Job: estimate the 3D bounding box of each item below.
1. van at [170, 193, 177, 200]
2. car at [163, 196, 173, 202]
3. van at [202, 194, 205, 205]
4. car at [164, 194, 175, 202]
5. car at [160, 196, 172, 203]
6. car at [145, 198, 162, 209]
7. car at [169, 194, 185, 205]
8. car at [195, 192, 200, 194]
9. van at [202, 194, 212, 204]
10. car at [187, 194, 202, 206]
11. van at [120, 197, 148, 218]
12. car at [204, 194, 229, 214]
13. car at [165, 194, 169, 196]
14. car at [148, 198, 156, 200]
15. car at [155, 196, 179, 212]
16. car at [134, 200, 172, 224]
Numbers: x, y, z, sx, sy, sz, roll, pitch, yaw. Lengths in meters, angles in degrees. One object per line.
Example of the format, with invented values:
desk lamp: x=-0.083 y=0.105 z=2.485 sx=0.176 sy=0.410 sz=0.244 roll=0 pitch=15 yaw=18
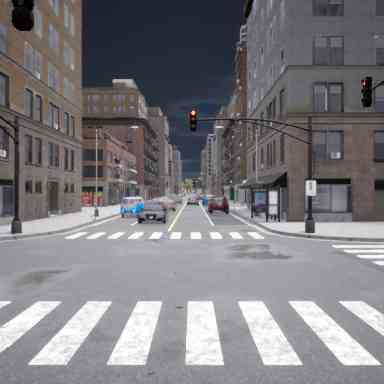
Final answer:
van: x=-5.204 y=1.324 z=94.860 sx=1.690 sy=1.788 sz=3.998 roll=0 pitch=0 yaw=0
car: x=-5.253 y=1.554 z=73.235 sx=1.947 sy=1.339 sz=4.313 roll=0 pitch=0 yaw=0
van: x=2.790 y=1.334 z=51.595 sx=1.690 sy=1.788 sz=3.998 roll=0 pitch=0 yaw=0
car: x=-5.241 y=1.302 z=78.641 sx=2.192 sy=1.841 sz=5.009 roll=0 pitch=0 yaw=0
car: x=-5.265 y=1.540 z=67.828 sx=2.008 sy=1.369 sz=4.403 roll=0 pitch=0 yaw=0
car: x=-5.314 y=1.538 z=46.203 sx=1.887 sy=1.381 sz=4.507 roll=0 pitch=0 yaw=0
car: x=-2.637 y=1.511 z=59.167 sx=1.837 sy=1.490 sz=4.892 roll=0 pitch=0 yaw=0
car: x=2.429 y=1.338 z=84.891 sx=2.097 sy=1.767 sz=4.553 roll=0 pitch=0 yaw=0
van: x=2.802 y=1.331 z=62.408 sx=1.690 sy=1.788 sz=3.998 roll=0 pitch=0 yaw=0
car: x=0.165 y=1.556 z=55.492 sx=1.994 sy=1.385 sz=4.181 roll=0 pitch=0 yaw=1
van: x=-5.351 y=1.338 z=29.985 sx=1.690 sy=1.788 sz=3.998 roll=0 pitch=0 yaw=0
car: x=2.773 y=1.311 z=35.376 sx=2.192 sy=1.841 sz=5.009 roll=0 pitch=0 yaw=0
car: x=-5.278 y=1.516 z=62.253 sx=1.752 sy=1.417 sz=4.829 roll=0 pitch=0 yaw=0
car: x=-5.326 y=1.561 z=40.797 sx=1.947 sy=1.339 sz=4.313 roll=0 pitch=0 yaw=0
car: x=-2.774 y=1.521 z=38.096 sx=1.812 sy=1.442 sz=4.674 roll=0 pitch=0 yaw=0
car: x=-2.802 y=1.561 z=24.779 sx=1.994 sy=1.385 sz=4.181 roll=0 pitch=0 yaw=0
